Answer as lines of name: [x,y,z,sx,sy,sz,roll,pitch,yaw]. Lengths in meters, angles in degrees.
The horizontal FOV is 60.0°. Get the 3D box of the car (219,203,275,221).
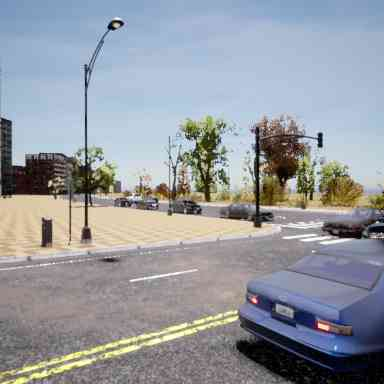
car: [4.445,1.604,27.998,2.033,1.411,5.357,0,0,-31]

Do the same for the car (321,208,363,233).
car: [9.212,1.545,17.538,5.357,1.411,2.033,0,0,-32]

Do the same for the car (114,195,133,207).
car: [-11.346,1.627,54.163,1.837,1.490,4.892,0,0,-30]

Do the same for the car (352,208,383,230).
car: [8.863,1.503,13.449,4.892,1.490,1.837,0,0,-33]

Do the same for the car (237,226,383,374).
car: [3.245,1.547,5.613,5.357,1.411,2.033,0,0,-34]

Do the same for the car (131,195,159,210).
car: [-6.110,1.594,45.241,2.128,1.511,4.902,0,0,-31]

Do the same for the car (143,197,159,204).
car: [-8.586,1.667,69.327,1.994,1.385,4.181,0,0,-29]

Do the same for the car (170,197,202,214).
car: [-0.731,1.585,36.408,1.837,1.490,4.892,0,0,-32]

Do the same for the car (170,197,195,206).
car: [-1.726,1.628,57.296,2.033,1.411,5.357,0,0,-31]
